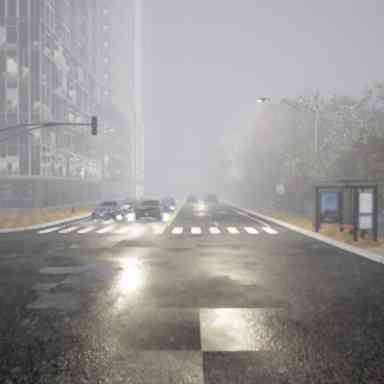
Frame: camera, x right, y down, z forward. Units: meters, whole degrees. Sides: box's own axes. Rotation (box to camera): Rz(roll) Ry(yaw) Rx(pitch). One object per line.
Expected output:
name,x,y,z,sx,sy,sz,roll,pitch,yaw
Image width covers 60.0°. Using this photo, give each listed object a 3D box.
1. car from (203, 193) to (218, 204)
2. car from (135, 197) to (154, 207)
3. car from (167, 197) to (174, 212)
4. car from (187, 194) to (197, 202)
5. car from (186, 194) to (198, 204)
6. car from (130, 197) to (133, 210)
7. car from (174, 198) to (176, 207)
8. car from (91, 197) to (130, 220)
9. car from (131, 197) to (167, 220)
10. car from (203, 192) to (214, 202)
car,3.241,1.056,55.987,2.097,1.767,4.553,0,0,0
car,-6.508,1.359,46.047,1.895,1.301,4.718,0,0,0
car,-3.315,1.410,36.347,1.895,1.301,4.718,0,0,0
car,-0.011,1.193,66.048,2.033,1.411,5.357,0,0,0
car,-0.009,1.268,56.017,1.994,1.385,4.181,0,0,0
car,-6.567,1.303,35.974,2.128,1.511,4.902,0,0,0
car,-3.259,1.321,46.252,1.994,1.385,4.181,0,0,0
car,-6.591,1.386,26.708,1.812,1.442,4.674,0,0,1
car,-3.345,1.336,27.003,1.882,1.535,5.008,0,0,0
car,3.239,0.998,66.017,2.097,1.767,4.553,0,0,0
